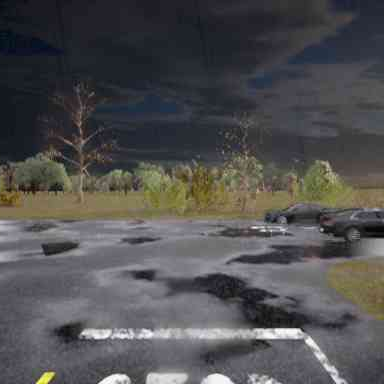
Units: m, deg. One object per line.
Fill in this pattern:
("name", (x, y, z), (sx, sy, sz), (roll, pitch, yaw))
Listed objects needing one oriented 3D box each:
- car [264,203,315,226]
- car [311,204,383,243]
("car", (7.400, 1.480, 22.408), (5.008, 1.535, 1.882), (0, 0, -2))
("car", (8.407, 1.497, 15.427), (4.892, 1.490, 1.837), (0, 0, -2))
